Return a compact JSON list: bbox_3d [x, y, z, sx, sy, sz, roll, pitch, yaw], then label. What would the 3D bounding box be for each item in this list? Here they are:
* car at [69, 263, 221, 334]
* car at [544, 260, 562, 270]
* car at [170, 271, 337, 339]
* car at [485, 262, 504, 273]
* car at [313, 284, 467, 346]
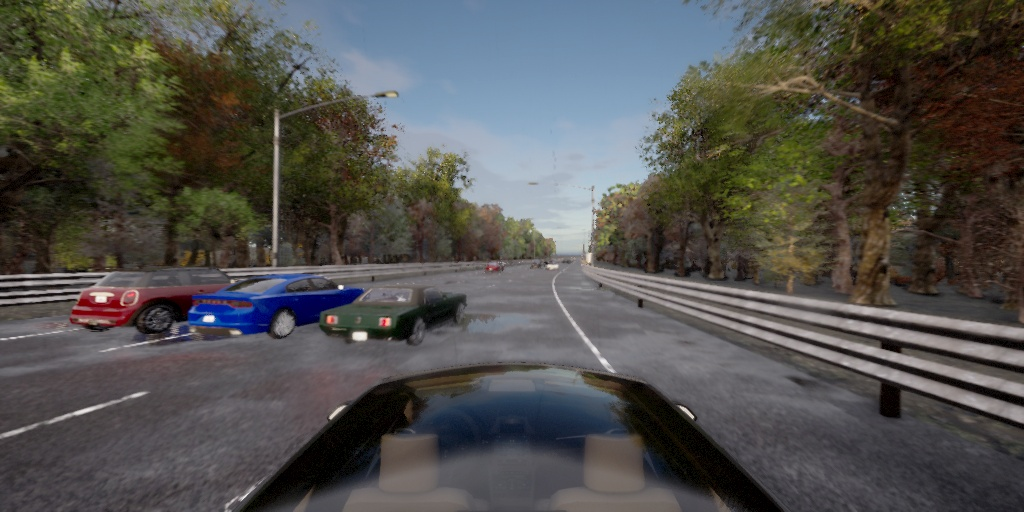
[{"bbox_3d":[-9.625,1.090,10.832,2.097,1.767,4.553,0,0,11],"label":"car"},{"bbox_3d":[7.150,1.784,61.951,1.895,1.301,4.718,0,0,11],"label":"car"},{"bbox_3d":[-6.168,1.248,10.275,1.882,1.535,5.008,1,0,11],"label":"car"},{"bbox_3d":[-2.362,1.560,49.303,1.812,1.442,4.674,0,0,11],"label":"car"},{"bbox_3d":[-2.734,1.395,9.622,1.895,1.301,4.718,0,0,11],"label":"car"}]
